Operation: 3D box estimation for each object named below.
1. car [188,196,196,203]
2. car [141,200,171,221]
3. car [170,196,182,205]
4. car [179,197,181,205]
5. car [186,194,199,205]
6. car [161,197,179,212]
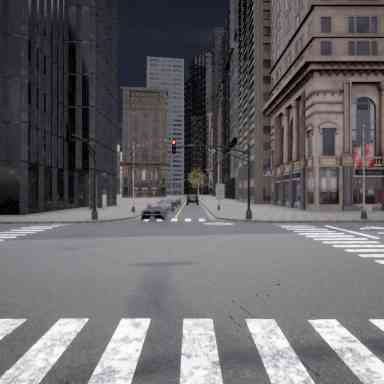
[{"bbox_3d":[-0.005,1.670,75.304,1.837,1.490,4.892,0,0,0],"label":"car"},{"bbox_3d":[-3.055,1.635,27.703,1.895,1.301,4.718,0,0,0],"label":"car"},{"bbox_3d":[-2.997,1.601,62.737,1.882,1.535,5.008,0,0,0],"label":"car"},{"bbox_3d":[-3.051,1.595,51.497,1.837,1.490,4.892,0,-1,0],"label":"car"},{"bbox_3d":[0.105,1.337,60.680,2.150,2.045,5.566,0,0,0],"label":"car"},{"bbox_3d":[-3.063,1.552,40.351,2.128,1.511,4.902,0,0,0],"label":"car"}]
